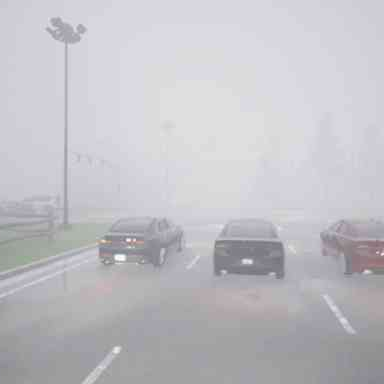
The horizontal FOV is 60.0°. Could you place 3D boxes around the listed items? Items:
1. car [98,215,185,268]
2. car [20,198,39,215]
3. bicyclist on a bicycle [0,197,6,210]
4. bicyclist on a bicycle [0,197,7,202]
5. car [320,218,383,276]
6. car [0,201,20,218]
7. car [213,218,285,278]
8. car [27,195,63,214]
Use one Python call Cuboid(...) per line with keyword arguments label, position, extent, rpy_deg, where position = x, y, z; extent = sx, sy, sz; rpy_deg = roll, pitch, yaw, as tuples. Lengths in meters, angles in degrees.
Cuboid(label="car", position=(-1.535, 1.566, 11.610), extent=(1.837, 1.490, 4.892), rpy_deg=(0, 0, 11))
Cuboid(label="car", position=(-18.130, 1.610, 32.563), extent=(5.008, 1.535, 1.882), rpy_deg=(0, -1, -9))
Cuboid(label="bicyclist on a bicycle", position=(-24.456, 1.474, 42.704), extent=(0.582, 1.620, 1.656), rpy_deg=(0, 0, -10))
Cuboid(label="bicyclist on a bicycle", position=(-24.018, 1.475, 42.782), extent=(0.582, 1.620, 1.656), rpy_deg=(0, 0, -10))
Cuboid(label="car", position=(5.371, 1.546, 10.449), extent=(1.882, 1.535, 5.008), rpy_deg=(0, 0, 11))
Cuboid(label="car", position=(-18.056, 1.640, 29.023), extent=(4.674, 1.442, 1.812), rpy_deg=(0, 0, -9))
Cuboid(label="car", position=(1.816, 1.538, 10.486), extent=(1.882, 1.535, 5.008), rpy_deg=(0, 0, 11))
Cuboid(label="car", position=(-17.075, 1.378, 36.305), extent=(5.566, 2.045, 2.150), rpy_deg=(0, -1, -8))
